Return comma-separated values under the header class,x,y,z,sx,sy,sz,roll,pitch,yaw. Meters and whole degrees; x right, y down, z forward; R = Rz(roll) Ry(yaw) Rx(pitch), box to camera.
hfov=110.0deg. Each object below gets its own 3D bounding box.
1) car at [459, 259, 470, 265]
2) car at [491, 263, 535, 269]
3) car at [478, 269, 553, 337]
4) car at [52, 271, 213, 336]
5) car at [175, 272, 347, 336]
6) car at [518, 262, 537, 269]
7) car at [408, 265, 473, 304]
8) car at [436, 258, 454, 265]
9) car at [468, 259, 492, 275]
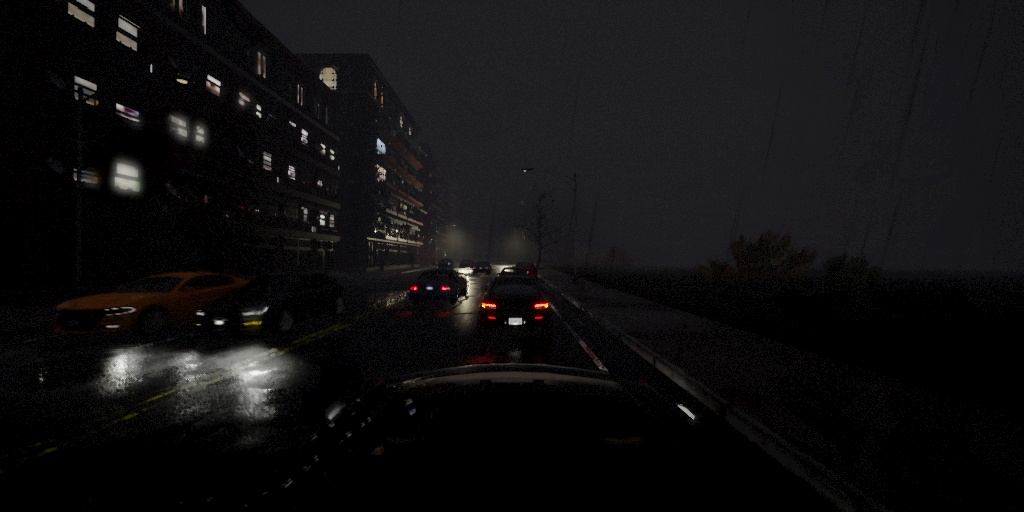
class,x,y,z,sx,sy,sz,roll,pitch,yaw
car,-6.722,1.228,53.632,1.882,1.535,5.008,0,0,0
car,0.055,1.316,20.391,1.994,1.385,4.181,0,0,0
car,0.071,1.277,10.224,1.812,1.442,4.674,0,0,0
car,-9.871,1.229,10.576,1.882,1.535,5.008,0,0,0
car,-6.623,1.256,10.530,1.837,1.490,4.892,0,0,0
car,1.068,1.231,29.919,1.882,1.535,5.008,0,0,0
car,-3.187,1.299,16.306,2.033,1.411,5.357,0,0,0
car,-9.970,1.103,53.773,2.097,1.767,4.553,0,0,0
car,-3.243,1.300,39.534,2.033,1.411,5.357,0,0,0
